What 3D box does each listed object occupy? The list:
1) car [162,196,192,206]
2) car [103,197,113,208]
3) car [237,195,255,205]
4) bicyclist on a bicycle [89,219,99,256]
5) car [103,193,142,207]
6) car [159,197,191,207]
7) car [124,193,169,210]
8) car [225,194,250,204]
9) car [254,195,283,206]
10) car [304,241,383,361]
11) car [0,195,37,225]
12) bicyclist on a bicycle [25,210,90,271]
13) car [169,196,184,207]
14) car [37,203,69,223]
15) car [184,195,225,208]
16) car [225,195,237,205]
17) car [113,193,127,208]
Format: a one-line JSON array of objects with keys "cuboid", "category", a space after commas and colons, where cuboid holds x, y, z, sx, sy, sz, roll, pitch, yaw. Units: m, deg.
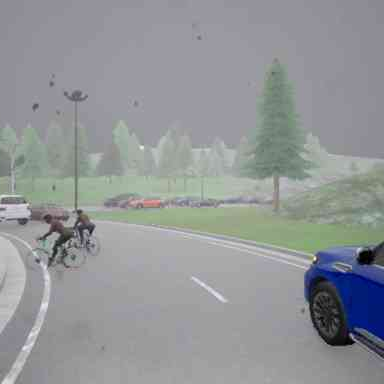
[{"cuboid": [-2.549, 1.491, 57.415, 4.902, 1.511, 2.128, 0, 0, -33], "category": "car"}, {"cuboid": [-10.395, 1.600, 48.041, 4.718, 1.301, 1.895, 0, 0, -33], "category": "car"}, {"cuboid": [10.730, 1.355, 57.799, 4.553, 1.767, 2.097, 0, 0, -33], "category": "car"}, {"cuboid": [-3.895, 1.453, 11.922, 1.656, 1.620, 0.582, -3, -1, 33], "category": "bicyclist on a bicycle"}, {"cuboid": [-10.775, 1.222, 51.973, 5.566, 2.045, 2.150, 0, 0, -33], "category": "car"}, {"cuboid": [-2.668, 1.504, 53.149, 4.892, 1.490, 1.837, 0, 0, -33], "category": "car"}, {"cuboid": [-5.840, 1.352, 42.660, 4.553, 1.767, 2.097, 0, 0, -33], "category": "car"}, {"cuboid": [8.937, 1.353, 64.963, 4.553, 1.767, 2.097, 0, 0, -33], "category": "car"}, {"cuboid": [13.058, 1.525, 55.139, 4.674, 1.442, 1.812, 0, 0, -34], "category": "car"}, {"cuboid": [3.247, 1.225, 3.304, 2.150, 2.045, 5.566, 0, 0, -8], "category": "car"}, {"cuboid": [-13.315, 1.221, 22.799, 5.566, 2.045, 2.150, 0, 0, 36], "category": "car"}, {"cuboid": [-3.939, 1.458, 9.571, 1.656, 1.620, 0.582, -2, 1, -9], "category": "bicyclist on a bicycle"}, {"cuboid": [-0.642, 1.351, 50.291, 4.553, 1.767, 2.097, 0, 0, -33], "category": "car"}, {"cuboid": [-11.223, 1.563, 25.280, 4.181, 1.385, 1.994, 0, 0, 36], "category": "car"}, {"cuboid": [1.780, 1.491, 47.698, 4.902, 1.511, 2.128, 0, 0, -33], "category": "car"}, {"cuboid": [6.724, 1.600, 59.350, 4.718, 1.301, 1.895, 0, 0, -33], "category": "car"}, {"cuboid": [-7.942, 1.352, 45.465, 4.553, 1.767, 2.097, 0, 0, -33], "category": "car"}]
